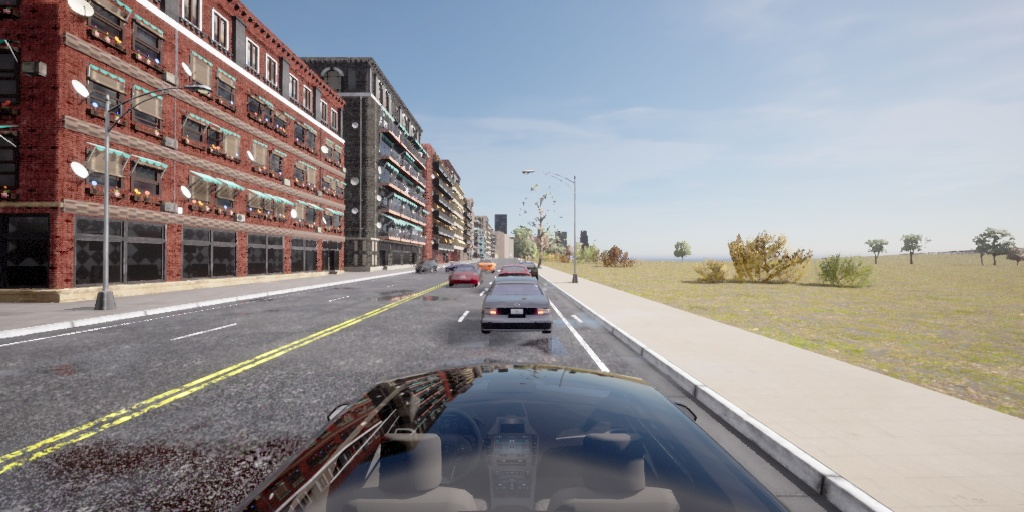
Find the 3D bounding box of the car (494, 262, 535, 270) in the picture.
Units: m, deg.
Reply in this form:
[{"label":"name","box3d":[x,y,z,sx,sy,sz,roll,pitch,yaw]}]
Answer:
[{"label":"car","box3d":[0.142,1.231,21.159,1.882,1.535,5.008,0,0,0]}]

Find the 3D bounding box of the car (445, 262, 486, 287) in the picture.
[{"label":"car","box3d":[-3.103,1.317,24.781,1.994,1.385,4.181,0,0,0]}]

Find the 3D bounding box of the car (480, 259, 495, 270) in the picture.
[{"label":"car","box3d":[-3.069,1.109,43.904,2.097,1.767,4.553,0,0,1]}]

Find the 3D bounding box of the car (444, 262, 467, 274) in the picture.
[{"label":"car","box3d":[-6.519,1.355,41.729,1.895,1.301,4.718,0,0,0]}]

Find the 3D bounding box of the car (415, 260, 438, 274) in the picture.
[{"label":"car","box3d":[-9.769,1.258,41.322,1.837,1.490,4.892,0,0,0]}]

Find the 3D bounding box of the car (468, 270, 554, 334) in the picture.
[{"label":"car","box3d":[0.117,1.299,10.619,2.033,1.411,5.357,0,0,0]}]

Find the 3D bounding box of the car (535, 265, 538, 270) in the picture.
[{"label":"car","box3d":[1.197,1.232,30.596,1.882,1.535,5.008,0,0,0]}]
